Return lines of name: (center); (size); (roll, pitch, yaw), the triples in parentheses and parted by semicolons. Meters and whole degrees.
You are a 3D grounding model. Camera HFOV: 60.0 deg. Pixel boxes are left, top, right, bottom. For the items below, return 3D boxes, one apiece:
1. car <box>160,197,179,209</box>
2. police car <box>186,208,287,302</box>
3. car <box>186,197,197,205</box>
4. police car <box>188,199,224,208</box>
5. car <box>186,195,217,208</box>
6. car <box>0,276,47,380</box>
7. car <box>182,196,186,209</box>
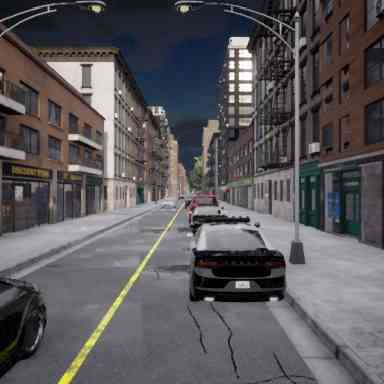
car: (-3.174, 1.568, 45.374); (1.812, 1.442, 4.674); (0, 0, 0)
police car: (0.886, 1.427, 8.440); (1.930, 1.638, 5.238); (0, 0, 0)
car: (-0.099, 1.631, 59.885); (1.994, 1.385, 4.181); (0, 0, 0)
police car: (0.870, 1.434, 18.440); (1.930, 1.638, 5.238); (0, 0, 0)
car: (0.860, 1.239, 24.361); (2.150, 2.045, 5.566); (0, 0, 0)
car: (-3.105, 1.564, 3.180); (1.994, 1.385, 4.181); (0, 0, 0)
car: (-0.064, 1.549, 46.494); (1.837, 1.490, 4.892); (0, 0, 0)
